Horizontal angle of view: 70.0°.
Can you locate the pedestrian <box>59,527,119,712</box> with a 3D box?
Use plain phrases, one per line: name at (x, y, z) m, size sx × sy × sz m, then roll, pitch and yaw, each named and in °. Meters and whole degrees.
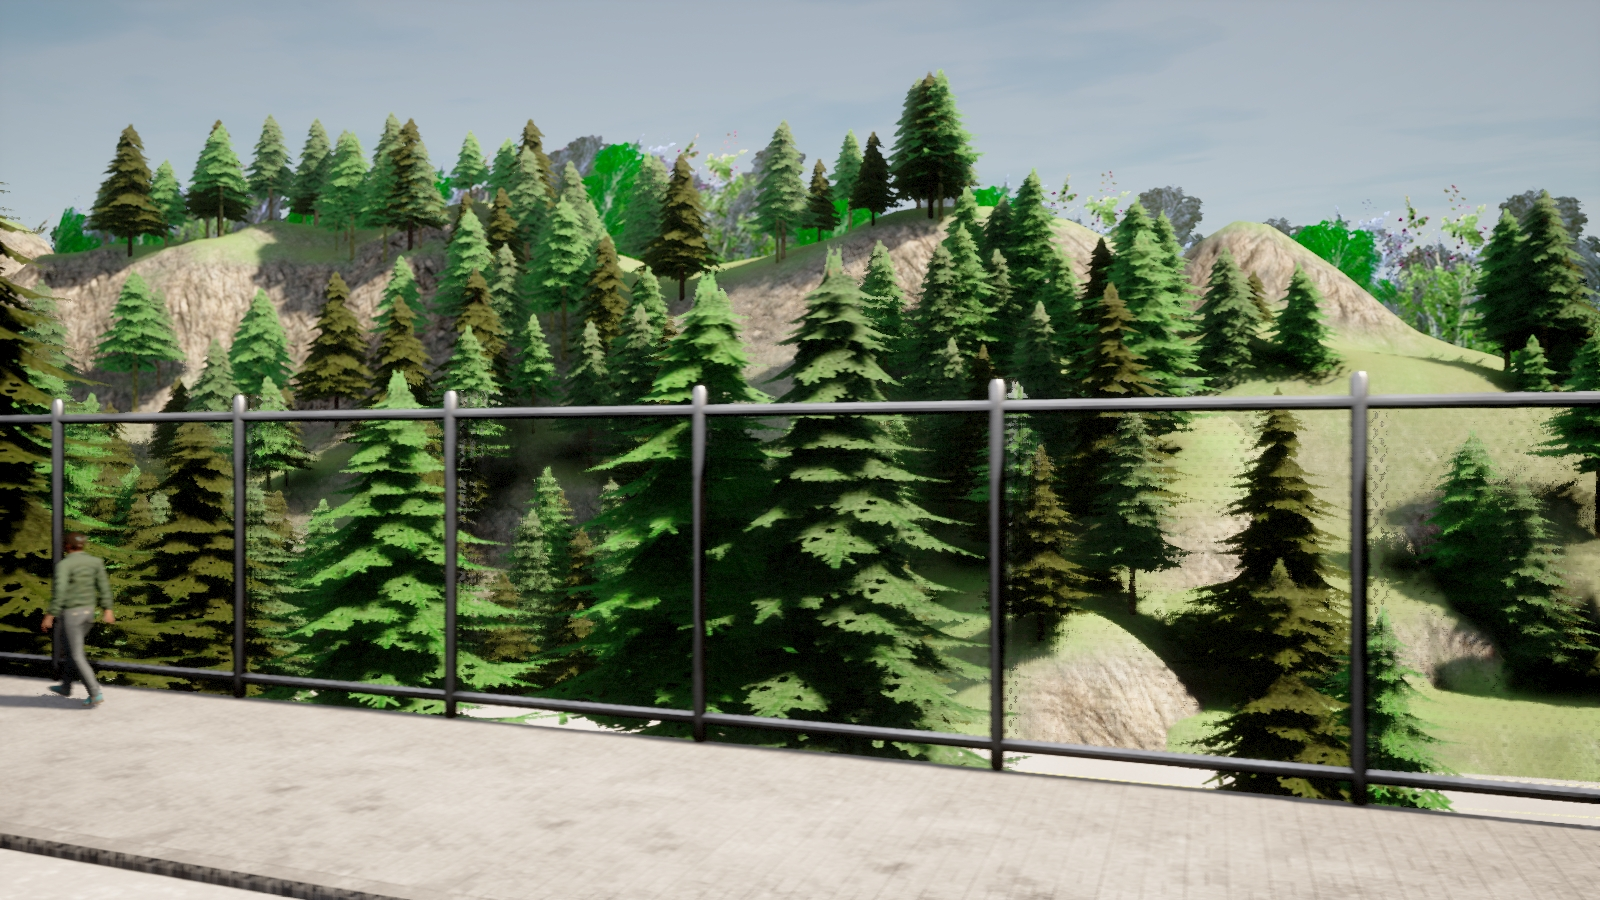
pedestrian at (-7.417, 1.749, 11.922) m, size 0.375 × 1.860 × 0.375 m, roll 0°, pitch 0°, yaw 17°
